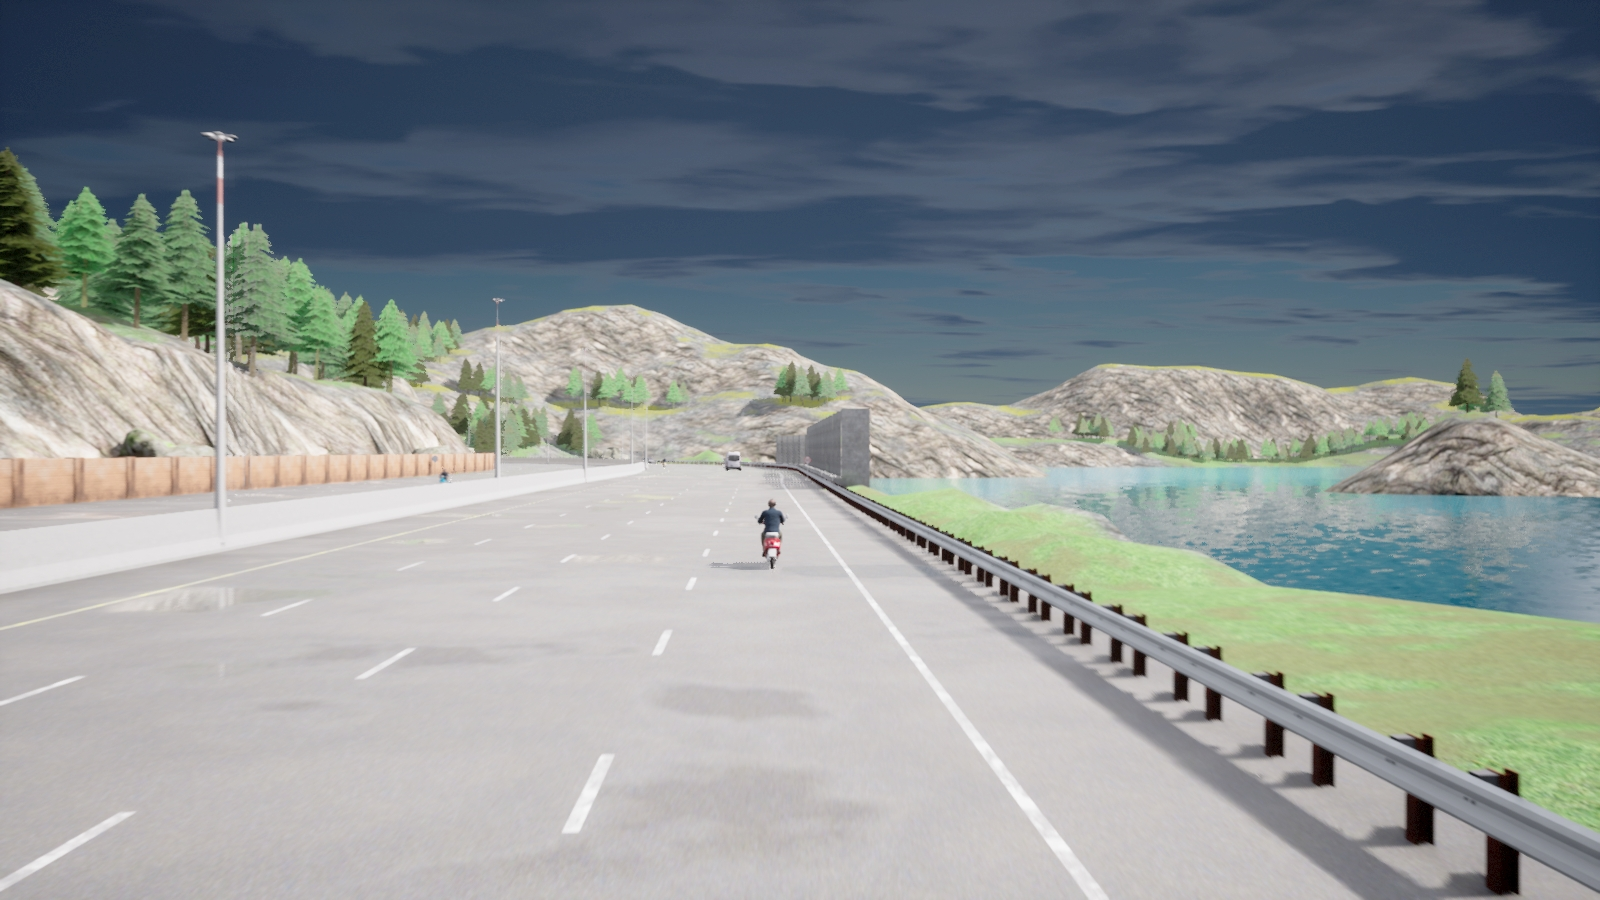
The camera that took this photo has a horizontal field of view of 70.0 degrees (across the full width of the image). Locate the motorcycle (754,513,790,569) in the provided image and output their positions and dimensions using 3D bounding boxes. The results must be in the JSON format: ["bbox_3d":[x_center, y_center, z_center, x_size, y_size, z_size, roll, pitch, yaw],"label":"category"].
[{"bbox_3d":[-0.691,2.184,27.730,0.856,1.236,1.805,0,0,-2],"label":"motorcycle"}]
